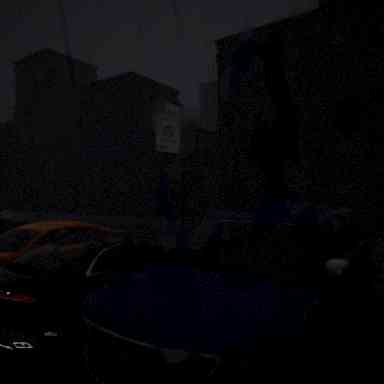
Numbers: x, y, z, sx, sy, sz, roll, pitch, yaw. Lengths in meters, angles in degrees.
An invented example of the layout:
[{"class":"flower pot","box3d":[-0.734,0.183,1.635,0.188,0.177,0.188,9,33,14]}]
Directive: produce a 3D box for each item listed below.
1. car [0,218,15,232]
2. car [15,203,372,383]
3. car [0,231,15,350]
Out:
[{"class":"car","box3d":[-3.498,1.464,7.861,2.097,1.535,5.008,0,0,36]},{"class":"car","box3d":[1.007,1.225,4.604,2.435,2.045,5.566,0,0,36]},{"class":"car","box3d":[-1.243,1.471,6.237,2.231,1.521,4.892,0,0,36]}]
